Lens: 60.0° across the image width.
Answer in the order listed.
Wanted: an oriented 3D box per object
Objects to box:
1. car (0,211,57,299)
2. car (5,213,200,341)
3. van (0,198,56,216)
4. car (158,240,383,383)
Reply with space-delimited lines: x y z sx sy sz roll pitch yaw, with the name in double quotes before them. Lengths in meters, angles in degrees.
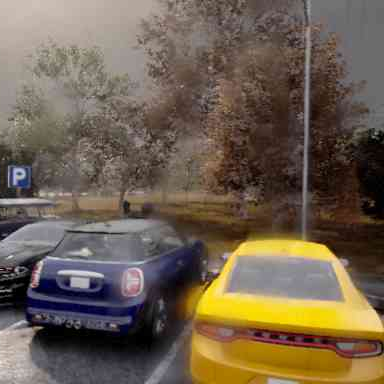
"car" -3.465 1.442 8.527 2.097 1.535 5.008 1 0 15
"car" -1.050 1.332 6.792 2.185 1.767 4.553 0 -1 15
"van" -5.888 1.201 10.331 1.878 1.987 4.442 0 -1 14
"car" 1.387 1.476 5.105 2.097 1.535 5.008 0 -1 15
